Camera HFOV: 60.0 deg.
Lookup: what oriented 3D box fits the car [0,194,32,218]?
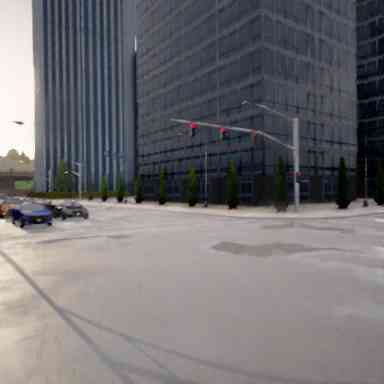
[{"bbox_3d":[-16.170,1.348,29.838,2.097,1.767,4.553,-1,1,-36],"label":"car"}]

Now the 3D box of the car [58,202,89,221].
[{"bbox_3d":[-9.901,1.496,27.130,1.994,1.385,4.181,-1,1,-36],"label":"car"}]

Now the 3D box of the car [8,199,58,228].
[{"bbox_3d":[-10.866,1.464,22.487,1.882,1.535,5.008,-1,1,-36],"label":"car"}]

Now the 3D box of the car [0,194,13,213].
[{"bbox_3d":[-22.241,1.228,38.244,2.150,2.045,5.566,-1,1,-35],"label":"car"}]

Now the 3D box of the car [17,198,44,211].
[{"bbox_3d":[-20.147,1.497,41.330,2.033,1.411,5.357,-1,1,-36],"label":"car"}]
